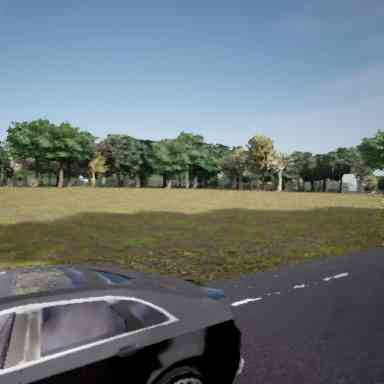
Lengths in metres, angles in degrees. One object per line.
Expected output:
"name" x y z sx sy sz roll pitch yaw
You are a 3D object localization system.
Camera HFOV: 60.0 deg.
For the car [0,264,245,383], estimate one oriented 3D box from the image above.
"car" -1.752 1.491 2.743 4.902 1.511 2.128 0 0 -36
